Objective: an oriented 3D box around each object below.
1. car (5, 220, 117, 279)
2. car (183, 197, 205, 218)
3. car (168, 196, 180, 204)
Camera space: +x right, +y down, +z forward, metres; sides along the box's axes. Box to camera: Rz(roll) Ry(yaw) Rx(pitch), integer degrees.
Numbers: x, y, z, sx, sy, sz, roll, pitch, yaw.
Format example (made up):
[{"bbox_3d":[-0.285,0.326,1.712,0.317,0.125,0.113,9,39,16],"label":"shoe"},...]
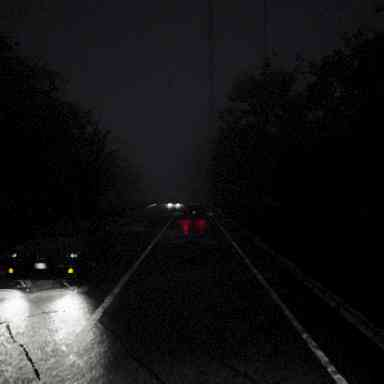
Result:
[{"bbox_3d":[-3.559,1.544,9.816,1.994,1.385,4.181,0,0,0],"label":"car"},{"bbox_3d":[0.194,1.477,29.566,1.812,1.442,4.674,0,0,1],"label":"car"},{"bbox_3d":[-3.259,1.440,61.382,1.895,1.301,4.718,0,0,1],"label":"car"}]
